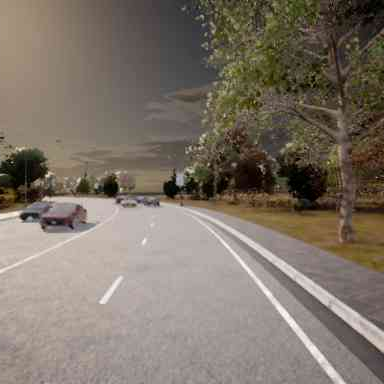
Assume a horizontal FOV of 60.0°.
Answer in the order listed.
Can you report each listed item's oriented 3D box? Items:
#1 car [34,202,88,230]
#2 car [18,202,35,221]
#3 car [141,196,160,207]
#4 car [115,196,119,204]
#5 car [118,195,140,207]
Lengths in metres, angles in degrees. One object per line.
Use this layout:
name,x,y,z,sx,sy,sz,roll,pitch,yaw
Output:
car,-8.023,1.442,21.250,1.882,1.535,5.008,0,0,-5
car,-12.133,1.500,26.929,2.033,1.411,5.357,0,0,-7
car,-6.053,1.416,50.175,1.812,1.442,4.674,0,0,-17
car,-12.297,1.348,58.380,1.882,1.535,5.008,0,0,-21
car,-9.244,1.495,48.615,1.895,1.301,4.718,0,0,-17
